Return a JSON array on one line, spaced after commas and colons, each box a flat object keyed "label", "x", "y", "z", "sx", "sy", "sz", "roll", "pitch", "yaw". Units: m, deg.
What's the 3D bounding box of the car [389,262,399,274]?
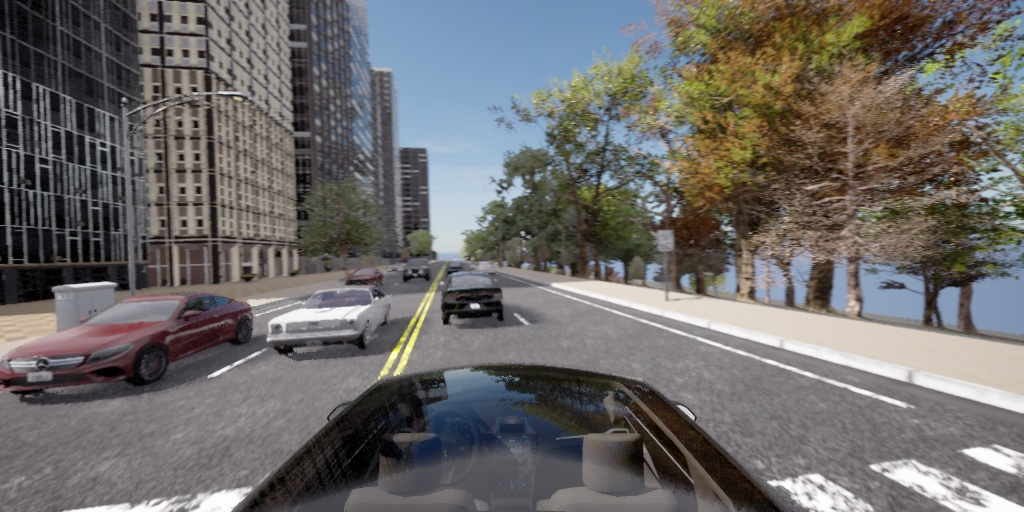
[{"label": "car", "x": -13.346, "y": 1.398, "z": 41.861, "sx": 1.895, "sy": 1.301, "sz": 4.718, "roll": -2, "pitch": 0, "yaw": -10}]

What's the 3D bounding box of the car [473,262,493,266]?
[{"label": "car", "x": -2.995, "y": 1.351, "z": 39.629, "sx": 1.812, "sy": 1.442, "sz": 4.674, "roll": -2, "pitch": 0, "yaw": -9}]

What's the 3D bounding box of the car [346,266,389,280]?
[{"label": "car", "x": -10.719, "y": 1.584, "z": 26.412, "sx": 1.882, "sy": 1.535, "sz": 5.008, "roll": -2, "pitch": 0, "yaw": -10}]

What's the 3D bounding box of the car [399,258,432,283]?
[{"label": "car", "x": -8.457, "y": 1.243, "z": 32.325, "sx": 2.150, "sy": 2.045, "sz": 5.566, "roll": -2, "pitch": 0, "yaw": -10}]

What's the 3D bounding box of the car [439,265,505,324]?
[{"label": "car", "x": -1.473, "y": 1.272, "z": 12.492, "sx": 1.882, "sy": 1.535, "sz": 5.008, "roll": -2, "pitch": 0, "yaw": -10}]

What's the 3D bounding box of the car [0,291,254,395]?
[{"label": "car", "x": -7.402, "y": 1.534, "z": 7.601, "sx": 1.812, "sy": 1.442, "sz": 4.674, "roll": -2, "pitch": 0, "yaw": -10}]

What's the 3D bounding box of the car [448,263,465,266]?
[{"label": "car", "x": -6.150, "y": 1.443, "z": 38.790, "sx": 1.837, "sy": 1.490, "sz": 4.892, "roll": -2, "pitch": 0, "yaw": -10}]

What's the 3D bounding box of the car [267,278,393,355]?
[{"label": "car", "x": -4.466, "y": 1.503, "z": 9.556, "sx": 1.895, "sy": 1.301, "sz": 4.718, "roll": -2, "pitch": 0, "yaw": -10}]

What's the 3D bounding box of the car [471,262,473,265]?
[{"label": "car", "x": -5.006, "y": 1.492, "z": 50.894, "sx": 1.895, "sy": 1.301, "sz": 4.718, "roll": -2, "pitch": 0, "yaw": -10}]
